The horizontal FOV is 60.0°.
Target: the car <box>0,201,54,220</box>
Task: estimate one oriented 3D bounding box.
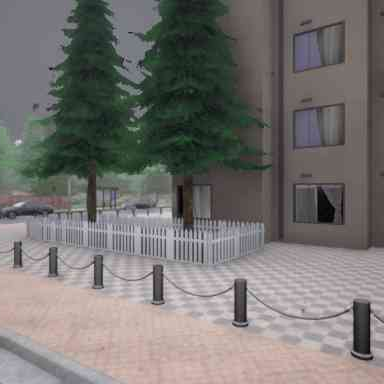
[{"bbox_3d":[-14.321,1.510,28.705,1.812,1.442,4.674,0,0,37],"label":"car"}]

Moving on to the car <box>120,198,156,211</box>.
[{"bbox_3d":[-6.346,1.474,39.338,2.128,1.511,4.902,0,0,37],"label":"car"}]
